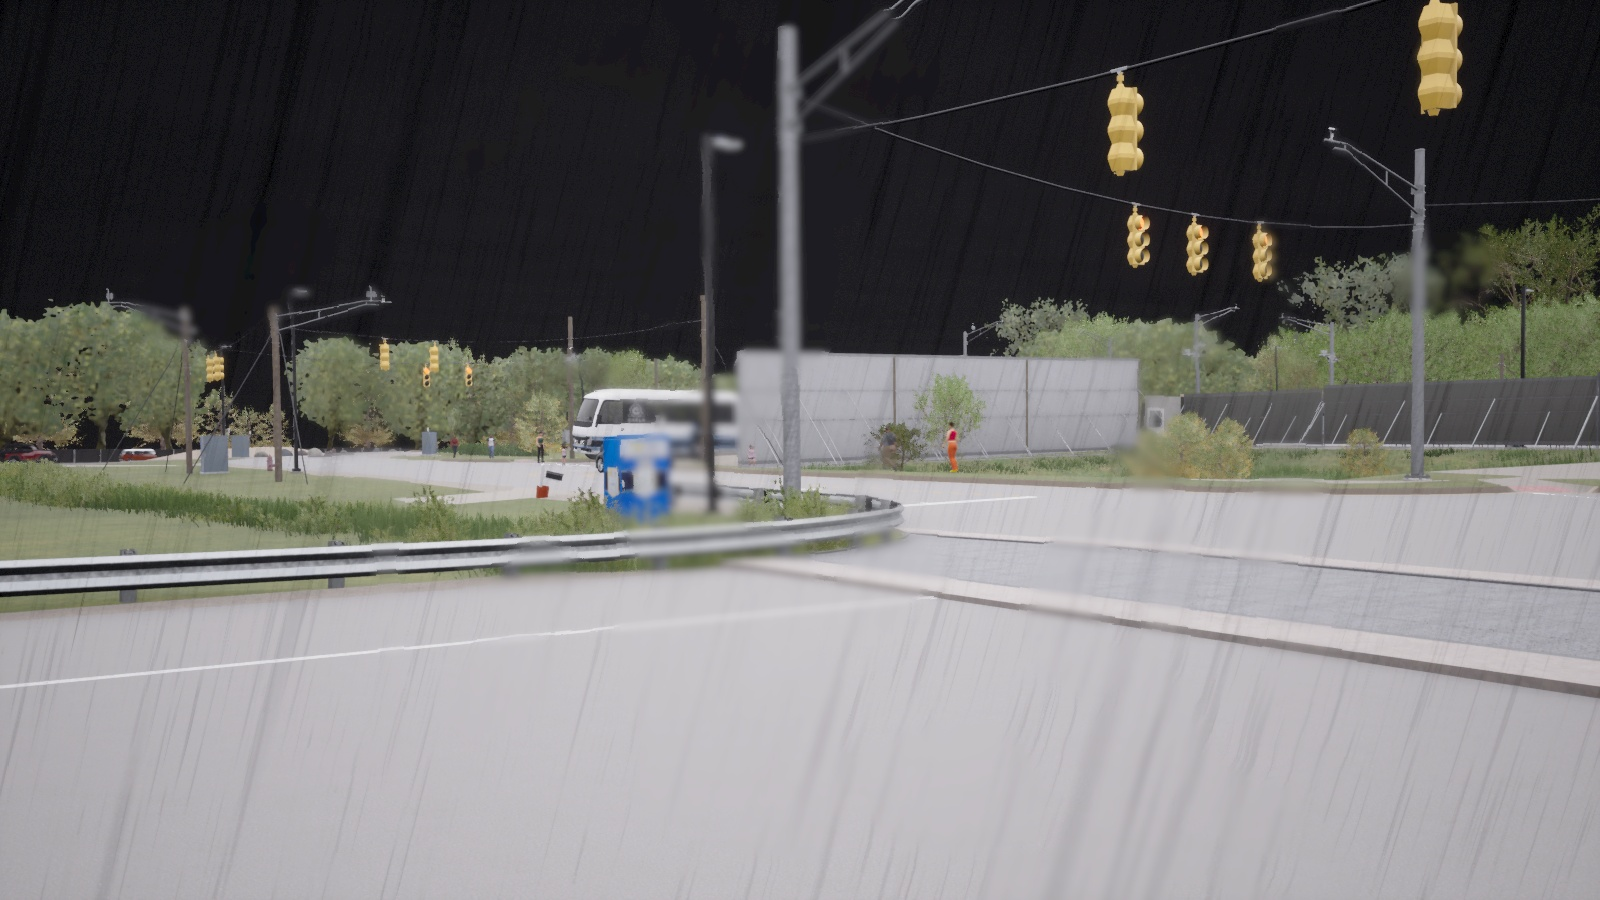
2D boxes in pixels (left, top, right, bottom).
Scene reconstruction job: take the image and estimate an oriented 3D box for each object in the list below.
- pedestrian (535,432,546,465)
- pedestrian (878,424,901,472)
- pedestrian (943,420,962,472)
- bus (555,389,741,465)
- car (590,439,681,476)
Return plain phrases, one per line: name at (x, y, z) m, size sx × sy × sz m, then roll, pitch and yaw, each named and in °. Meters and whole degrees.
pedestrian at (-14.882, -0.094, 72.056) m, size 0.345 × 1.836 × 0.594 m, roll -2°, pitch 2°, yaw -36°
pedestrian at (3.517, -0.089, 49.316) m, size 0.540 × 1.848 × 0.694 m, roll -2°, pitch 2°, yaw -35°
pedestrian at (5.435, -0.135, 44.898) m, size 0.345 × 1.836 × 0.594 m, roll -2°, pitch 2°, yaw -37°
bus at (-9.107, -1.402, 75.539) m, size 10.273 × 4.253 × 3.944 m, roll 0°, pitch 3°, yaw -29°
car at (-7.139, 0.281, 54.108) m, size 1.837 × 1.490 × 4.892 m, roll -2°, pitch 2°, yaw -35°
